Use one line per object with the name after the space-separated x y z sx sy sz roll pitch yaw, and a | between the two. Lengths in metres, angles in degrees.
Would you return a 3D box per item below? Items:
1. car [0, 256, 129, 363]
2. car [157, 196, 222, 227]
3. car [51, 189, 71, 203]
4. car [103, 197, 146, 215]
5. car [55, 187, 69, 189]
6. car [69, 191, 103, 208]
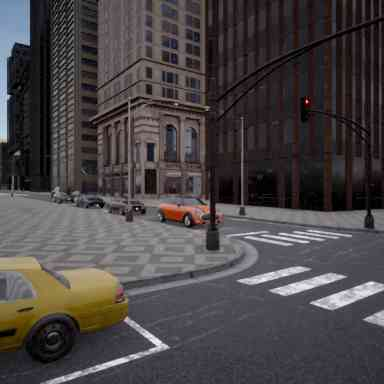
-3.261 1.525 4.323 4.829 1.417 1.752 0 0 -35 | car
-0.218 1.050 20.093 2.097 1.767 4.553 0 1 -36 | car
-16.670 0.662 43.144 1.837 1.490 4.892 0 1 -36 | car
-5.412 1.088 27.353 1.994 1.385 4.181 0 1 -36 | car
-21.924 0.133 55.759 2.150 2.045 5.566 0 1 -36 | car
-10.834 0.893 34.937 2.033 1.411 5.357 0 1 -35 | car
